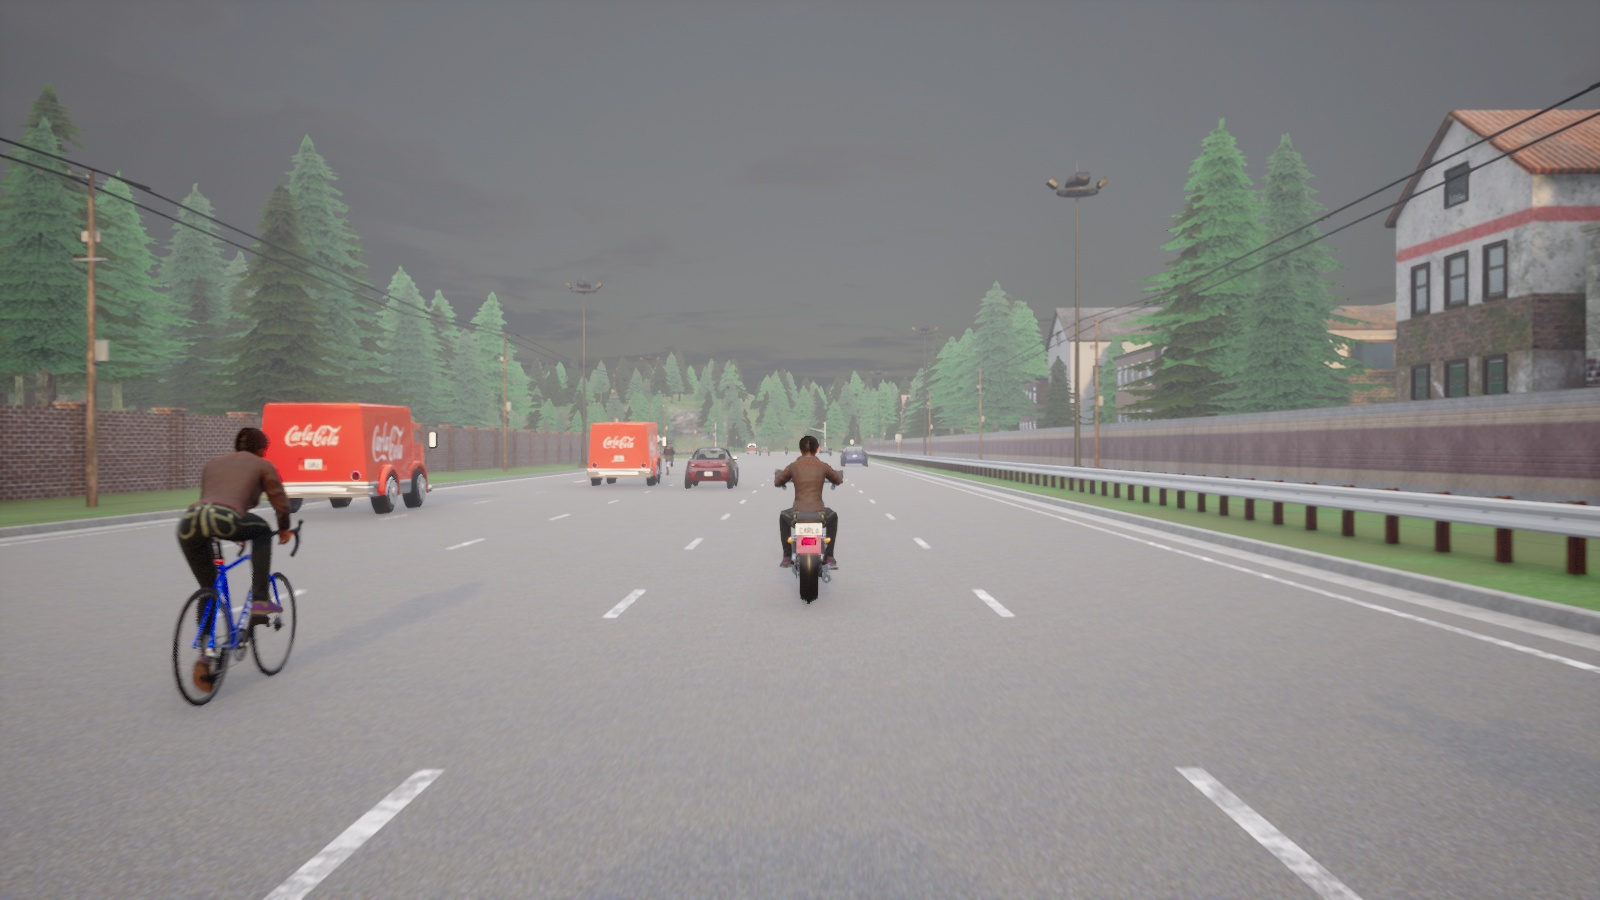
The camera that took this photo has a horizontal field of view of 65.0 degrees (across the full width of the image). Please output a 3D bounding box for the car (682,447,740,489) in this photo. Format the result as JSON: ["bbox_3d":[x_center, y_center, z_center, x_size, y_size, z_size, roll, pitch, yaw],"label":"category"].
[{"bbox_3d":[-3.219,0.618,46.173,1.816,1.474,4.193,0,0,0],"label":"car"}]

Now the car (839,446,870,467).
[{"bbox_3d":[4.057,0.464,94.222,2.163,1.488,4.792,0,0,0],"label":"car"}]

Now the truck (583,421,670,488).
[{"bbox_3d":[-6.702,0.123,49.099,2.627,2.467,5.204,0,1,0],"label":"truck"}]

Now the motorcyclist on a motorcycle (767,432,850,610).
[{"bbox_3d":[0.089,0.659,12.785,0.766,1.649,2.350,0,0,0],"label":"motorcyclist on a motorcycle"}]

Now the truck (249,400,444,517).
[{"bbox_3d":[-10.317,0.163,29.118,2.627,2.467,5.204,0,0,0],"label":"truck"}]

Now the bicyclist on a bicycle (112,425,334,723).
[{"bbox_3d":[-3.441,0.674,7.651,0.582,1.620,1.656,0,0,0],"label":"bicyclist on a bicycle"}]
